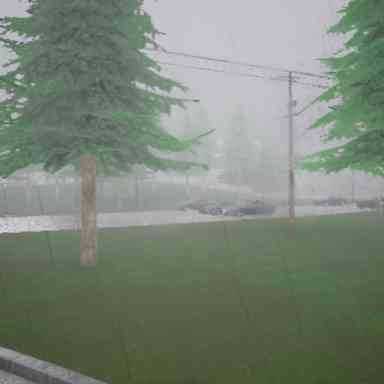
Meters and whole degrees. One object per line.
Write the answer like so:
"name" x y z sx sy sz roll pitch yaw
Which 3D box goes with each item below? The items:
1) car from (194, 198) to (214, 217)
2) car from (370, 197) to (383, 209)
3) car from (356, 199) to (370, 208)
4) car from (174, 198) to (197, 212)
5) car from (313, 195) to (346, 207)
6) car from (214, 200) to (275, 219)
"car" 2.749 1.509 31.018 4.181 1.385 1.994 -1 0 -24
"car" 22.876 1.188 37.529 4.902 1.511 2.128 -1 0 -28
"car" 21.899 1.308 39.619 4.718 1.301 1.895 -1 0 -24
"car" 0.396 1.476 37.638 4.892 1.490 1.837 -1 0 -24
"car" 19.012 1.221 45.996 5.008 1.535 1.882 -1 0 -24
"car" 4.775 1.412 28.234 4.902 1.511 2.128 -1 0 -26
